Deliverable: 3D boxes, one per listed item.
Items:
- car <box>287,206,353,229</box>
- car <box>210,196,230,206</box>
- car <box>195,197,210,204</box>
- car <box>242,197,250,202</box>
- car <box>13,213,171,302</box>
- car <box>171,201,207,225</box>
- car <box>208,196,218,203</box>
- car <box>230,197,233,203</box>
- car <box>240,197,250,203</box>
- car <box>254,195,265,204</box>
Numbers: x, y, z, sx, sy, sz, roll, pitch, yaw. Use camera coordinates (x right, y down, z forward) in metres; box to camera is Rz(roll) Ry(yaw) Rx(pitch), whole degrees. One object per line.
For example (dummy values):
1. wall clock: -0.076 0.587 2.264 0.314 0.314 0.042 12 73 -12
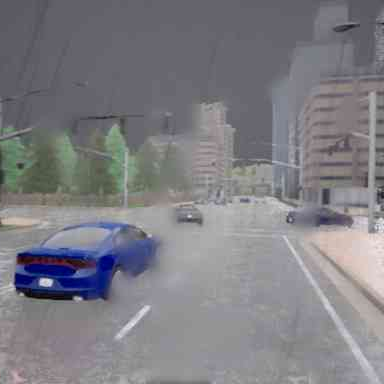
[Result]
1. car: 8.711 1.694 22.702 4.674 1.442 1.812 1 -1 -19
2. car: 5.186 1.701 60.800 2.128 1.511 4.902 1 0 12
3. car: 1.757 1.657 61.500 2.128 1.511 4.902 1 0 12
4. car: 14.127 1.981 86.925 1.895 1.301 4.718 1 0 12
5. car: -2.156 1.469 8.390 1.882 1.535 5.008 1 0 11
6. car: -0.475 1.615 24.629 1.994 1.385 4.181 1 0 -9
7. car: 4.893 1.766 76.688 1.812 1.442 4.674 1 0 12
8. car: 8.322 1.811 75.987 2.128 1.511 4.902 1 0 12
9. car: 12.248 1.816 77.716 1.882 1.535 5.008 1 0 12
10. car: 15.617 1.605 76.707 2.150 2.045 5.566 1 0 12
